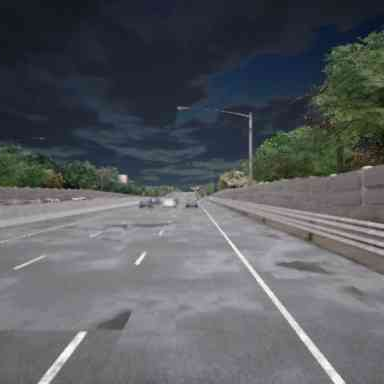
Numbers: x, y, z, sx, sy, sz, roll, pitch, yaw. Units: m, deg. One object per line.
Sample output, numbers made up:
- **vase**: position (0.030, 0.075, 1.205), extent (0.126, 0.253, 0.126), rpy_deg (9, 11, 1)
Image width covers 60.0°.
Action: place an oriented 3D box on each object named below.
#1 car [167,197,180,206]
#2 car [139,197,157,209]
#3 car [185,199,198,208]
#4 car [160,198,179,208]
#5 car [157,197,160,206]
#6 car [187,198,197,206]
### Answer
- **car**: position (-3.510, 1.817, 64.679), extent (2.128, 1.511, 4.902), rpy_deg (0, 0, 0)
- **car**: position (-7.020, 1.796, 51.252), extent (2.033, 1.411, 5.357), rpy_deg (0, 0, 0)
- **car**: position (-0.020, 1.820, 52.512), extent (1.994, 1.385, 4.181), rpy_deg (0, 0, 0)
- **car**: position (-3.520, 1.782, 52.504), extent (1.812, 1.442, 4.674), rpy_deg (0, 0, 0)
- **car**: position (-7.013, 1.673, 63.480), extent (2.097, 1.767, 4.553), rpy_deg (0, 0, 0)
- **car**: position (-0.012, 1.927, 64.794), extent (1.895, 1.301, 4.718), rpy_deg (0, 0, 0)
